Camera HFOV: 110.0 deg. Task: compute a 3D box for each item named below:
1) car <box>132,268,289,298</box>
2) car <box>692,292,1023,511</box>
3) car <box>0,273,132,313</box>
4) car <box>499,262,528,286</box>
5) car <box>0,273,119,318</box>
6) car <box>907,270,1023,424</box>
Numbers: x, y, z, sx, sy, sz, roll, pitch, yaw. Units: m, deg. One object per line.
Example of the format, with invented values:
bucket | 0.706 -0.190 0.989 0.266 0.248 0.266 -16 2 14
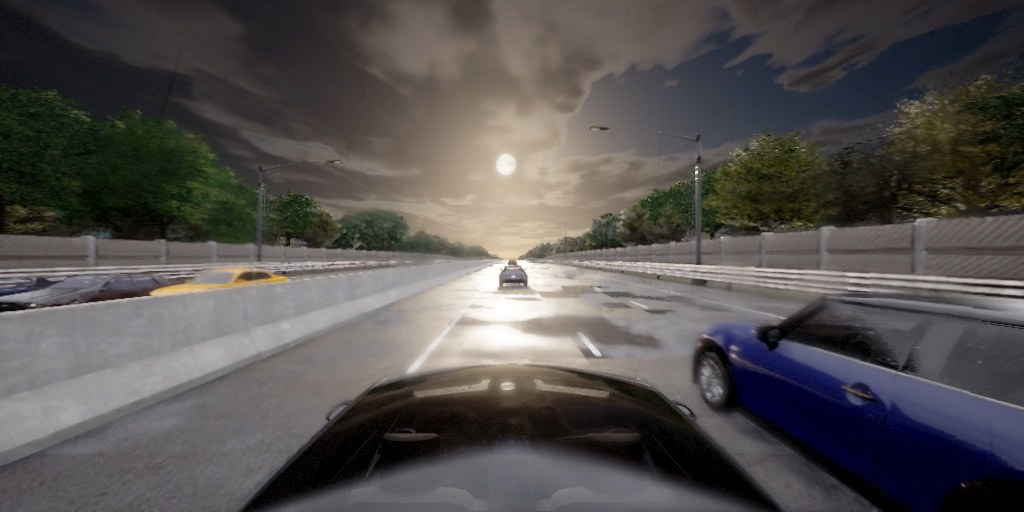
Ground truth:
car | -10.595 1.230 13.469 1.882 1.535 5.008 0 0 0
car | 3.599 1.103 3.228 2.097 1.767 4.553 0 0 0
car | -14.101 1.299 12.561 2.033 1.411 5.357 0 0 0
car | 0.093 1.332 25.590 1.994 1.385 4.181 0 0 0
car | -17.598 1.352 12.845 1.895 1.301 4.718 0 0 0
car | 7.098 1.103 3.221 2.097 1.767 4.553 0 0 0
